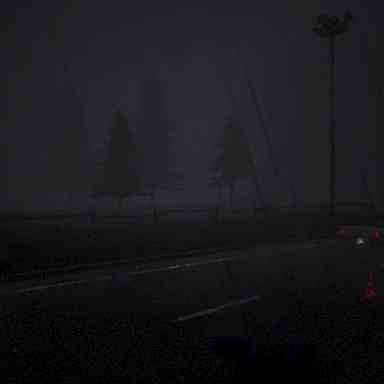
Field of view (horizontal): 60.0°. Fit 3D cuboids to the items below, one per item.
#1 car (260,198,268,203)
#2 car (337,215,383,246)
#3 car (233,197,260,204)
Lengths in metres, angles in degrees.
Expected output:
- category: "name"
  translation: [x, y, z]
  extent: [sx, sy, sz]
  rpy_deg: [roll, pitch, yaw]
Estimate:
- category: "car"
  translation: [12.787, 1.653, 65.774]
  extent: [1.895, 1.301, 4.718]
  rpy_deg: [0, 0, -35]
- category: "car"
  translation: [8.293, 1.615, 14.084]
  extent: [4.718, 1.301, 1.895]
  rpy_deg: [0, 0, -35]
- category: "car"
  translation: [9.906, 1.601, 63.786]
  extent: [2.033, 1.411, 5.357]
  rpy_deg: [0, 0, -35]
